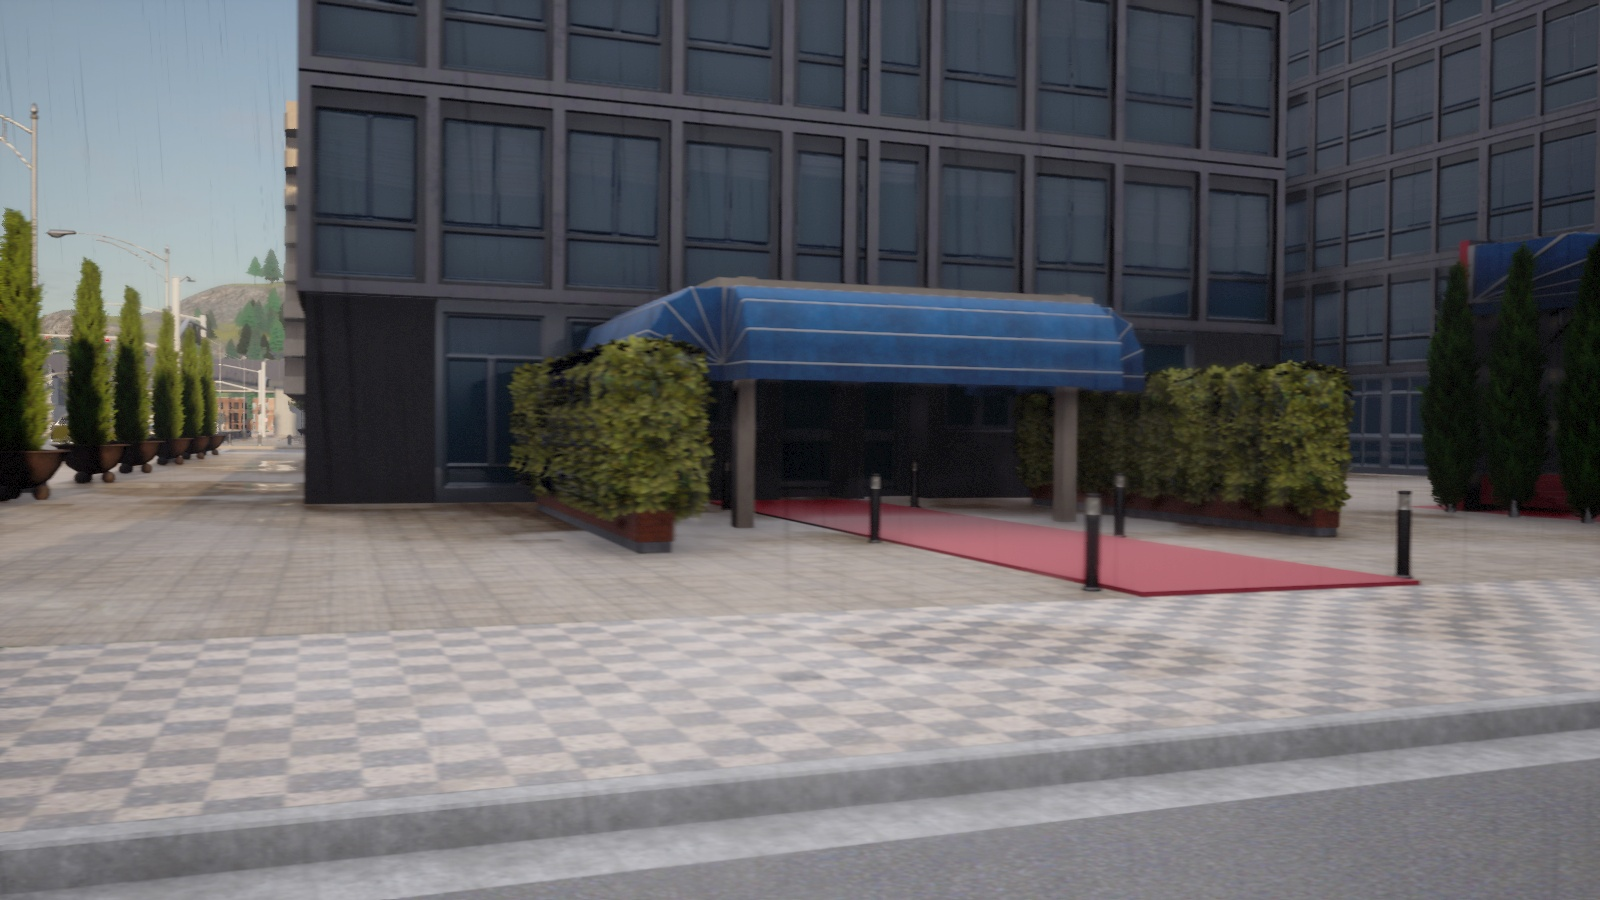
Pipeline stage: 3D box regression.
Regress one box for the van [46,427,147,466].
[{"bbox_3d":[-37.957,-0.201,67.915,4.480,2.038,2.069,-1,1,-21],"label":"van"}]
